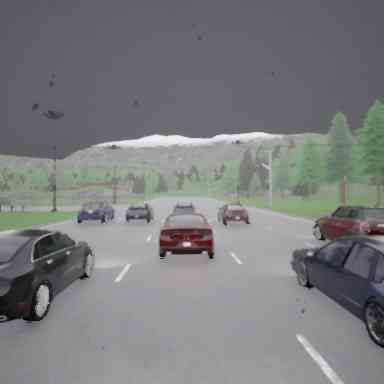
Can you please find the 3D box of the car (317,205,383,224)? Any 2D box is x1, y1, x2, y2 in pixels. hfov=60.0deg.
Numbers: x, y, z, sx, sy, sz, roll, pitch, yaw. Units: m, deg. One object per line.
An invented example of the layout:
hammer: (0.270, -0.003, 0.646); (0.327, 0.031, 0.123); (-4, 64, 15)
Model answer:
car: (6.773, 1.306, 13.708); (2.097, 1.767, 4.553); (-1, 0, -2)

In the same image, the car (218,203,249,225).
car: (2.977, 1.546, 24.398); (1.812, 1.442, 4.674); (-1, 0, -2)

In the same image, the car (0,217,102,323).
car: (-3.603, 1.563, 7.316); (1.837, 1.490, 4.892); (-1, 0, -1)

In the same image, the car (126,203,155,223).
car: (-4.088, 1.595, 26.658); (2.128, 1.511, 4.902); (-1, 0, -2)

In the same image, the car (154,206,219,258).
car: (-0.222, 1.509, 12.943); (1.882, 1.535, 5.008); (-1, 0, -1)

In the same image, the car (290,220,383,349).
car: (3.505, 1.521, 6.152); (2.033, 1.411, 5.357); (-1, 0, -2)

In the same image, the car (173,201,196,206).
car: (-0.648, 1.562, 28.787); (2.128, 1.511, 4.902); (-1, 0, -2)

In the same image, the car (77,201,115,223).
car: (-7.595, 1.496, 26.797); (2.097, 1.767, 4.553); (-1, 0, -2)
